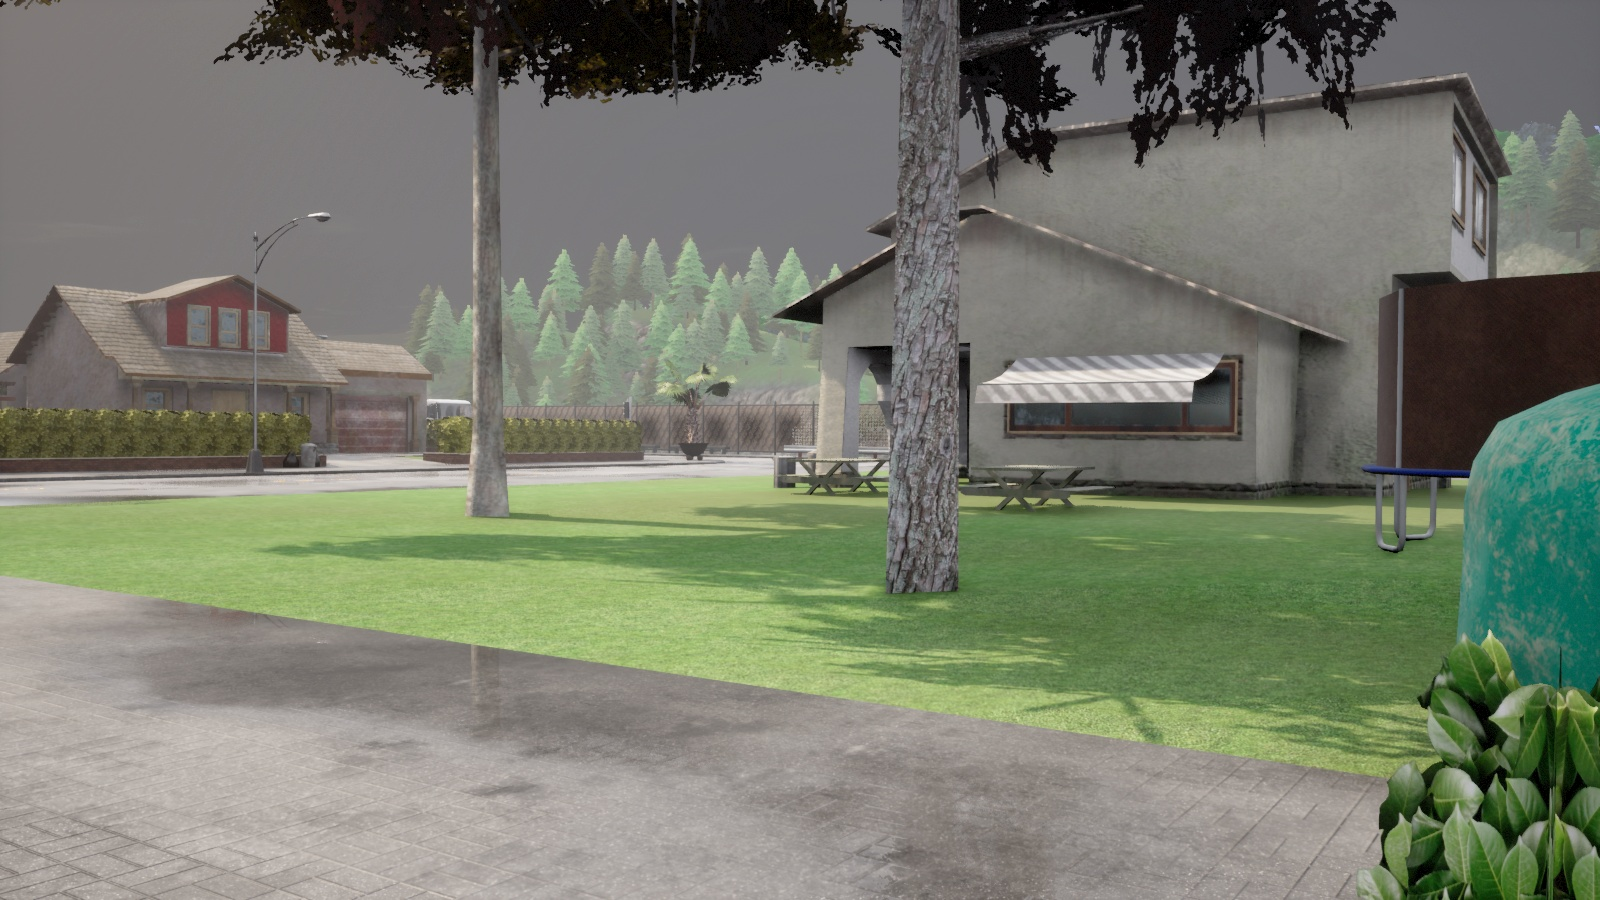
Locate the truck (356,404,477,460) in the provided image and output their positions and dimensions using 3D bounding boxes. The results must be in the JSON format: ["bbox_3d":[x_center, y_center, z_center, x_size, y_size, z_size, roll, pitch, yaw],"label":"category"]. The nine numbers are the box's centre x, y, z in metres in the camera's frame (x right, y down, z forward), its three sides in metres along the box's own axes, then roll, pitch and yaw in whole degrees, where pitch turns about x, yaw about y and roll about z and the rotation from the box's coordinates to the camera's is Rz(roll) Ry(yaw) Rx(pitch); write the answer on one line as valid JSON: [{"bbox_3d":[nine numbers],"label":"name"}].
[{"bbox_3d":[-24.410,-1.120,79.860,7.936,3.462,2.891,0,1,33],"label":"truck"}]
